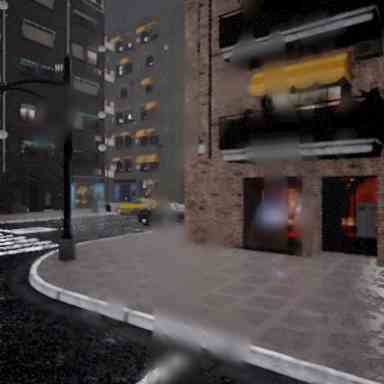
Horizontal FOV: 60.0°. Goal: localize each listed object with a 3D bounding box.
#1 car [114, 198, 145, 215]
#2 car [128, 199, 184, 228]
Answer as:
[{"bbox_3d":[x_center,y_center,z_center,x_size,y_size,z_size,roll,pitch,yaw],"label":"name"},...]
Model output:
[{"bbox_3d":[-4.469,1.174,28.710,1.752,1.417,4.829,1,1,36],"label":"car"},{"bbox_3d":[-1.302,1.285,19.656,2.008,1.369,4.403,1,1,36],"label":"car"}]
